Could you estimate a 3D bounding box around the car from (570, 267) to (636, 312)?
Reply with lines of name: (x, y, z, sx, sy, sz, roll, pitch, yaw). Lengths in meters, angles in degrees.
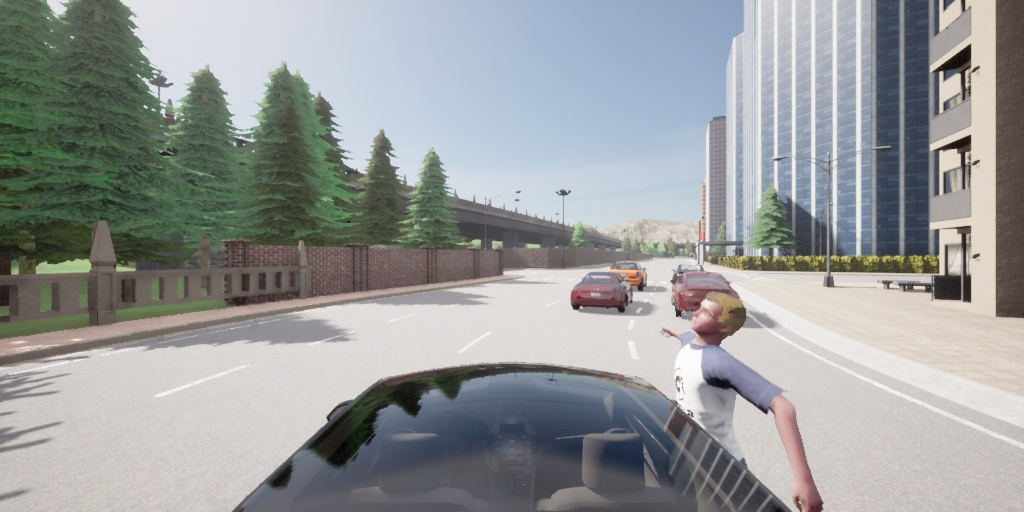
car: (3.688, 1.312, 14.366, 1.994, 1.385, 4.181, 0, 0, 22)

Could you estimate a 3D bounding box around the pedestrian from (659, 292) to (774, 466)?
pedestrian: (1.070, 1.069, 1.887, 0.375, 1.860, 0.375, -6, -2, -8)

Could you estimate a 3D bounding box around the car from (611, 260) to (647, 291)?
car: (7.162, 1.099, 22.266, 2.097, 1.767, 4.553, 0, 0, 24)

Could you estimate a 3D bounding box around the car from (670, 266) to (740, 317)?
car: (6.666, 1.273, 12.609, 1.812, 1.442, 4.674, 0, 0, 23)

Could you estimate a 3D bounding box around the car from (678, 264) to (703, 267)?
car: (11.006, 1.238, 22.156, 2.128, 1.511, 4.902, 0, 0, 26)
